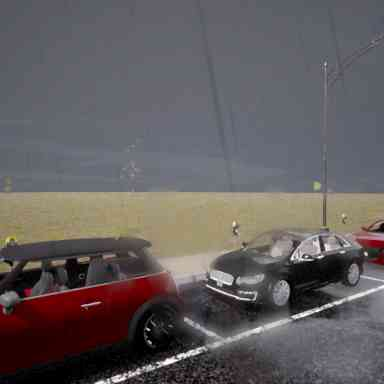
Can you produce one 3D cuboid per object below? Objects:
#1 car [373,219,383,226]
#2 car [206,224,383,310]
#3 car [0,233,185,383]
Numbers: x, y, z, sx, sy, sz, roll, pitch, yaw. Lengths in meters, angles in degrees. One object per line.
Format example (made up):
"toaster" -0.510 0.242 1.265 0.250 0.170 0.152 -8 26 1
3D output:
"car" 6.821 1.548 10.969 4.507 1.381 1.887 0 1 -36
"car" 2.317 1.552 7.749 4.403 1.369 2.008 0 1 -36
"car" -2.186 1.440 4.528 4.097 1.590 1.967 0 1 -36
